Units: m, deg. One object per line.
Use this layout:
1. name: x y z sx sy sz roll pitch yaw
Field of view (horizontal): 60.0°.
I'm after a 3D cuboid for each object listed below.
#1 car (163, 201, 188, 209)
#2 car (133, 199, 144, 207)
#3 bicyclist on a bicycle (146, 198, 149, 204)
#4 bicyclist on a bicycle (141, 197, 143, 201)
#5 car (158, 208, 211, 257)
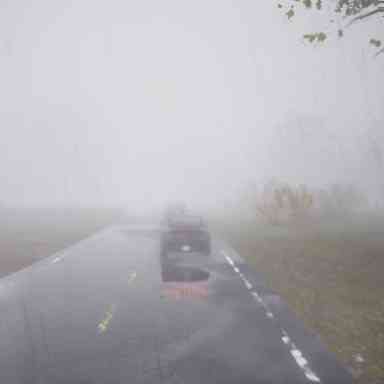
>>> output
1. car: -1.398 1.629 28.573 2.097 1.767 4.553 0 -1 -5
2. car: -10.325 2.098 64.118 2.128 1.511 4.902 0 0 -12
3. bicyclist on a bicycle: -11.005 2.196 81.888 0.866 1.612 1.509 0 0 -16
4. bicyclist on a bicycle: -13.709 2.268 90.547 0.866 1.612 1.509 0 0 -18
5. car: -0.297 1.641 13.614 1.837 1.490 4.892 0 0 -2
